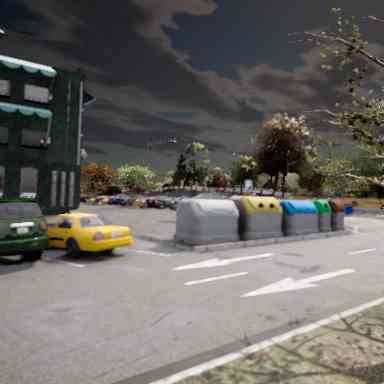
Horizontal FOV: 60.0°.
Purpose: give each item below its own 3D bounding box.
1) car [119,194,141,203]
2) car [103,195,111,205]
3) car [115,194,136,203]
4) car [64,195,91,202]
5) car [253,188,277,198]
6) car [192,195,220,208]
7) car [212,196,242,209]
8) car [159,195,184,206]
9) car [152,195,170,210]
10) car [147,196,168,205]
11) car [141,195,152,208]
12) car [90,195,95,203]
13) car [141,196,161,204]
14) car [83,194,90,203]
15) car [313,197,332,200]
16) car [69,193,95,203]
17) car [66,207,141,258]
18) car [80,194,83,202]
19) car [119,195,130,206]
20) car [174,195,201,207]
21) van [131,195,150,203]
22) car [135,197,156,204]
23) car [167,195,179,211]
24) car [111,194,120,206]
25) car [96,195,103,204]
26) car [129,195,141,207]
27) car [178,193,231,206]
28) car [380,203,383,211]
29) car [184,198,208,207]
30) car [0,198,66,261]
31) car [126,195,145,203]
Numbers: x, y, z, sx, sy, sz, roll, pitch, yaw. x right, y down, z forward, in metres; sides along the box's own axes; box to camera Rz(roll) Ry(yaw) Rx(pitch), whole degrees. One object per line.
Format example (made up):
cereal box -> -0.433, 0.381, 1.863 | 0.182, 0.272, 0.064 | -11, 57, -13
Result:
car -> -16.408, 1.778, 88.299 | 2.435, 2.045, 5.566 | 2, -2, 35
car -> -10.202, 1.341, 49.686 | 2.097, 1.535, 5.008 | 0, -1, 35
car -> -18.120, 1.780, 90.836 | 2.435, 2.045, 5.566 | 1, -2, 35
car -> -23.712, 1.350, 69.141 | 2.231, 1.521, 4.892 | 1, -1, 35
car -> 12.681, 0.120, 58.659 | 2.097, 1.767, 4.553 | 3, 2, -34
car -> 2.576, 1.772, 61.043 | 2.435, 2.045, 5.566 | 1, -2, 35
car -> 5.991, 1.767, 56.028 | 2.435, 2.045, 5.566 | 2, -2, 35
car -> -4.322, 1.776, 70.973 | 2.435, 2.045, 5.566 | 1, -2, 35
car -> -1.776, 1.337, 37.535 | 2.231, 1.521, 4.892 | 0, -1, 35
car -> -7.810, 1.900, 75.887 | 2.185, 1.767, 4.553 | 1, -2, 35
car -> -3.477, 1.211, 39.946 | 2.185, 1.767, 4.553 | 0, -1, 35
car -> -13.585, 1.343, 54.556 | 2.097, 1.535, 5.008 | 1, -1, 35
car -> -9.545, 1.901, 78.371 | 2.185, 1.767, 4.553 | 1, -2, 35
car -> -15.369, 1.337, 56.828 | 1.946, 1.575, 5.366 | 1, -1, 35
car -> 16.354, 1.763, 41.185 | 2.435, 2.045, 5.566 | 1, -2, 35
car -> -22.036, 1.222, 66.683 | 2.185, 1.767, 4.553 | 0, -1, 35
car -> -4.659, 1.477, 12.795 | 5.366, 1.575, 1.946 | -1, -1, 35
car -> -16.949, 1.376, 59.440 | 2.163, 1.488, 4.792 | 0, -1, 35
car -> -6.832, 1.340, 44.824 | 2.231, 1.521, 4.892 | 0, -1, 35
car -> -0.913, 1.771, 65.959 | 2.435, 2.045, 5.566 | 2, -2, 35
van -> -12.893, 1.810, 83.458 | 1.878, 1.987, 4.442 | 1, -2, 35
car -> -11.236, 2.030, 80.874 | 2.231, 1.521, 4.892 | 2, -2, 35
car -> -0.086, 1.375, 35.107 | 2.002, 1.452, 4.674 | 1, -1, 35
car -> -8.533, 1.369, 47.234 | 2.163, 1.488, 4.792 | 1, -1, 35
car -> -11.995, 1.335, 51.966 | 1.946, 1.575, 5.366 | 1, -1, 35
car -> -5.047, 1.340, 42.554 | 1.946, 1.575, 5.366 | 0, -1, 35
car -> 1.599, 1.082, 32.654 | 2.435, 2.045, 5.566 | 1, -1, 35
car -> 25.303, 1.633, 40.127 | 2.097, 1.767, 4.553 | 3, 1, -34
car -> 0.806, 2.023, 63.492 | 2.231, 1.521, 4.892 | 1, -2, 35
car -> -6.998, 1.212, 10.956 | 5.566, 2.045, 2.435 | -1, -1, 35
car -> -14.659, 1.906, 85.863 | 2.185, 1.767, 4.553 | 2, -2, 35
